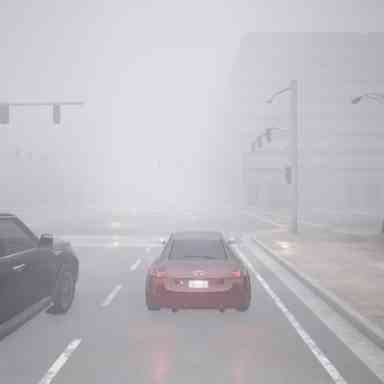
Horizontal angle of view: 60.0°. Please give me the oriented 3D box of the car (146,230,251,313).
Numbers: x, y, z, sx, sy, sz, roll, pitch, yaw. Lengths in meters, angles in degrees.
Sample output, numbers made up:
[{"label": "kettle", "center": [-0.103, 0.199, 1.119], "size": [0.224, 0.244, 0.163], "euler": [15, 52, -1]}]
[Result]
[{"label": "car", "center": [0.115, 1.564, 7.761], "size": [1.994, 1.385, 4.181], "euler": [0, 0, 0]}]

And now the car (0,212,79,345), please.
[{"label": "car", "center": [-3.395, 1.221, 4.436], "size": [2.150, 2.045, 5.566], "euler": [0, 0, 1]}]
